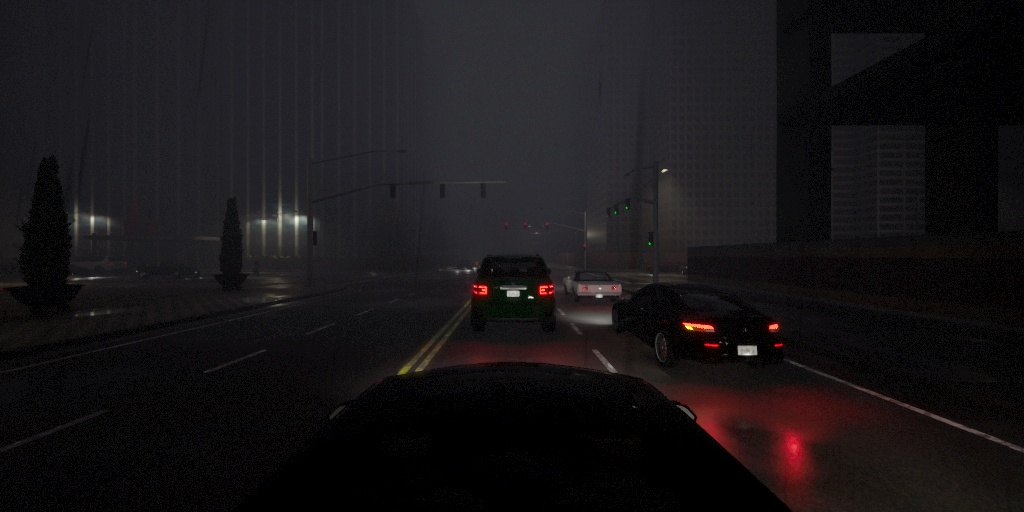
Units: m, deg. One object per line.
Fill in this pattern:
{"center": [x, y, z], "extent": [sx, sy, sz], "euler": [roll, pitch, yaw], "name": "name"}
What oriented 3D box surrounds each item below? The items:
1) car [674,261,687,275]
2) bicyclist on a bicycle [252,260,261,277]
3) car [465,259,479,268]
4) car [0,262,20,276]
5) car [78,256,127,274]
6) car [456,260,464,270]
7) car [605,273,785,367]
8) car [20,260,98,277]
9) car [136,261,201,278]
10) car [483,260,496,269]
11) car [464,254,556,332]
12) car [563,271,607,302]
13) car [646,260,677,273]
{"center": [19.877, 1.351, 37.168], "extent": [4.718, 1.301, 1.895], "euler": [0, 0, 1], "name": "car"}
{"center": [-24.645, 1.203, 34.554], "extent": [0.582, 1.620, 1.656], "euler": [0, 0, -13], "name": "bicyclist on a bicycle"}
{"center": [-7.025, 1.227, 63.065], "extent": [1.882, 1.535, 5.008], "euler": [0, 0, 0], "name": "car"}
{"center": [-50.679, 1.314, 36.566], "extent": [4.181, 1.385, 1.994], "euler": [0, 0, 3], "name": "car"}
{"center": [-46.636, 0.972, 40.134], "extent": [5.566, 2.045, 2.150], "euler": [0, 0, -1], "name": "car"}
{"center": [-7.059, 1.275, 53.730], "extent": [1.812, 1.442, 4.674], "euler": [0, 0, 0], "name": "car"}
{"center": [3.589, 1.276, 7.770], "extent": [1.812, 1.442, 4.674], "euler": [0, 0, 0], "name": "car"}
{"center": [-41.554, 1.314, 32.987], "extent": [4.181, 1.385, 1.994], "euler": [0, 0, 0], "name": "car"}
{"center": [-31.586, 1.241, 33.034], "extent": [4.902, 1.511, 2.128], "euler": [0, 0, 0], "name": "car"}
{"center": [-3.549, 1.351, 57.510], "extent": [1.895, 1.301, 4.718], "euler": [0, 0, 0], "name": "car"}
{"center": [0.057, 0.971, 11.013], "extent": [2.150, 2.045, 5.566], "euler": [0, 0, 1], "name": "car"}
{"center": [3.593, 1.351, 16.932], "extent": [1.895, 1.301, 4.718], "euler": [0, 0, 0], "name": "car"}
{"center": [17.808, 1.227, 40.681], "extent": [5.008, 1.535, 1.882], "euler": [0, 0, 0], "name": "car"}
